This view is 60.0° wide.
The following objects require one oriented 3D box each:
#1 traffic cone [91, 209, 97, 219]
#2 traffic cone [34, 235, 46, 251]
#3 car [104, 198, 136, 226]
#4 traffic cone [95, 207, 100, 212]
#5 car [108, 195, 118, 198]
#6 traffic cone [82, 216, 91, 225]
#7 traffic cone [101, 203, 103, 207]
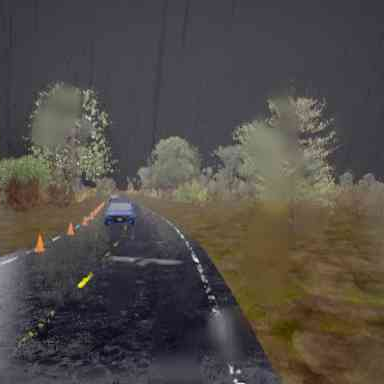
[{"bbox_3d":[-8.156,1.890,27.081,0.340,0.580,0.340,0,0,-13],"label":"traffic cone"},{"bbox_3d":[-5.761,1.923,12.606,0.340,0.580,0.340,0,0,-6],"label":"traffic cone"},{"bbox_3d":[-4.912,1.419,22.912,1.882,1.535,5.008,0,0,-11],"label":"car"},{"bbox_3d":[-9.276,1.881,31.946,0.340,0.580,0.340,0,0,-13],"label":"traffic cone"},{"bbox_3d":[-16.726,1.327,70.478,1.882,1.535,5.008,0,0,-19],"label":"car"},{"bbox_3d":[-7.168,1.900,22.289,0.340,0.580,0.340,0,0,-11],"label":"traffic cone"},{"bbox_3d":[-11.520,1.862,41.691,0.340,0.580,0.340,0,0,-13],"label":"traffic cone"}]
